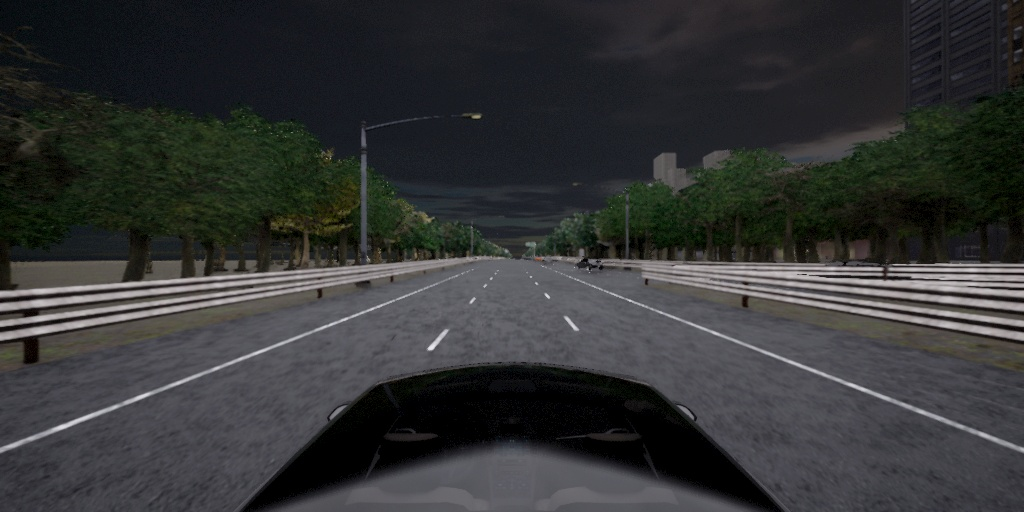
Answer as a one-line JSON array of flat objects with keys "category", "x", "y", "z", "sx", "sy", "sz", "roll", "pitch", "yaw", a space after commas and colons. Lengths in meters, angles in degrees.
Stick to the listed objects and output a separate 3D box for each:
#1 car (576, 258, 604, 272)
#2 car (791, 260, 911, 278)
[{"category": "car", "x": 9.464, "y": 0.996, "z": 43.916, "sx": 1.837, "sy": 1.490, "sz": 4.892, "roll": 0, "pitch": 0, "yaw": -14}, {"category": "car", "x": 18.171, "y": 1.001, "z": 19.593, "sx": 1.837, "sy": 1.490, "sz": 4.892, "roll": 0, "pitch": -1, "yaw": -29}]
